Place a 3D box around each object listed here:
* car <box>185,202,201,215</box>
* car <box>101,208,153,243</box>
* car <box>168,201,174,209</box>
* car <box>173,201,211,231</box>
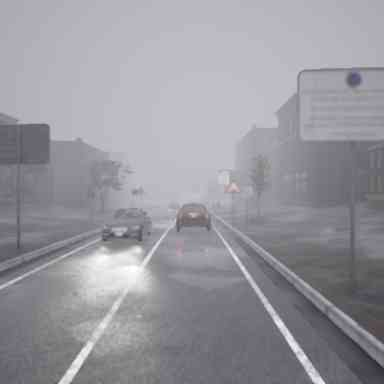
[{"bbox_3d":[0.093,1.954,40.348,1.837,1.490,4.892,0,-1,0],"label":"car"},{"bbox_3d":[-3.100,1.552,16.580,2.128,1.511,4.902,0,-1,0],"label":"car"},{"bbox_3d":[-3.048,2.273,57.946,2.033,1.411,5.357,0,-1,1],"label":"car"},{"bbox_3d":[0.098,1.487,21.737,2.097,1.767,4.553,0,-1,0],"label":"car"}]
